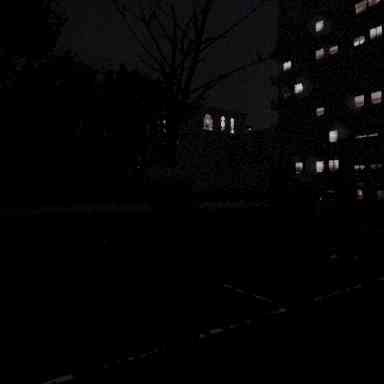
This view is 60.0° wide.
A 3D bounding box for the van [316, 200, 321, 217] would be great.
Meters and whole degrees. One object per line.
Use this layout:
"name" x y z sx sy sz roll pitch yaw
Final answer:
"van" 10.567 1.630 32.574 1.690 1.788 3.998 -1 0 -36
